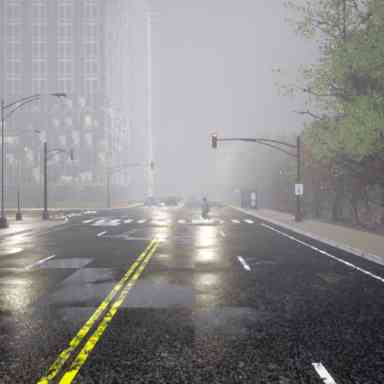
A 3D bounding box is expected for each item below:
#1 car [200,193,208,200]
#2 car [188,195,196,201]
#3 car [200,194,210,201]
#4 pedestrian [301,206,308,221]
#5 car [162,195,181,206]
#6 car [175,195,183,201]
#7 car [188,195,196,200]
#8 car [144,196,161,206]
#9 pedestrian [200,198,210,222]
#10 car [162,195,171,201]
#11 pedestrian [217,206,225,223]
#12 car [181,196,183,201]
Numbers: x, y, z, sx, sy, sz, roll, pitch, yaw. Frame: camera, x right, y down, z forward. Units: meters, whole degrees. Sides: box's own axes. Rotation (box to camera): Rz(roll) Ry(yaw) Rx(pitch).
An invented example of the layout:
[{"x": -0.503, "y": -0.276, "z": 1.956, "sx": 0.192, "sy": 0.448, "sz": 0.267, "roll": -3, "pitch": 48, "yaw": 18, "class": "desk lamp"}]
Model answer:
[{"x": 3.301, "y": 1.302, "z": 92.808, "sx": 2.097, "sy": 1.767, "sz": 4.553, "roll": 0, "pitch": 0, "yaw": 0, "class": "car"}, {"x": 0.046, "y": 1.520, "z": 82.809, "sx": 1.994, "sy": 1.385, "sz": 4.181, "roll": 0, "pitch": 0, "yaw": 0, "class": "car"}, {"x": 3.296, "y": 1.322, "z": 82.777, "sx": 2.097, "sy": 1.767, "sz": 4.553, "roll": 0, "pitch": 0, "yaw": 0, "class": "car"}, {"x": 8.046, "y": 1.514, "z": 23.669, "sx": 0.500, "sy": 1.100, "sz": 0.500, "roll": 0, "pitch": 0, "yaw": 0, "class": "pedestrian"}, {"x": -3.310, "y": 1.459, "z": 53.875, "sx": 1.882, "sy": 1.535, "sz": 5.008, "roll": 0, "pitch": 0, "yaw": 0, "class": "car"}, {"x": -3.205, "y": 1.490, "z": 83.766, "sx": 1.994, "sy": 1.385, "sz": 4.181, "roll": 0, "pitch": 0, "yaw": 0, "class": "car"}, {"x": 0.051, "y": 1.487, "z": 92.840, "sx": 2.033, "sy": 1.411, "sz": 5.357, "roll": 0, "pitch": 0, "yaw": 0, "class": "car"}, {"x": -6.561, "y": 1.507, "z": 53.638, "sx": 1.812, "sy": 1.442, "sz": 4.674, "roll": 0, "pitch": 0, "yaw": 1, "class": "car"}, {"x": 1.004, "y": 1.288, "z": 24.871, "sx": 0.375, "sy": 1.860, "sz": 0.375, "roll": 0, "pitch": 0, "yaw": 0, "class": "pedestrian"}, {"x": -6.455, "y": 1.537, "z": 83.552, "sx": 1.895, "sy": 1.301, "sz": 4.718, "roll": 0, "pitch": 0, "yaw": 0, "class": "car"}, {"x": 2.120, "y": 1.566, "z": 24.273, "sx": 0.375, "sy": 1.300, "sz": 0.375, "roll": 0, "pitch": 0, "yaw": 0, "class": "pedestrian"}, {"x": -3.213, "y": 1.572, "z": 69.382, "sx": 1.895, "sy": 1.301, "sz": 4.718, "roll": 0, "pitch": 0, "yaw": 0, "class": "car"}]
